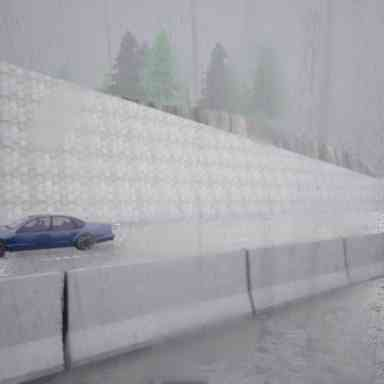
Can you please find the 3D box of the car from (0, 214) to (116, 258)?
[{"bbox_3d":[-5.705,1.570,12.776,5.357,1.411,2.033,1,0,-35],"label":"car"}]
